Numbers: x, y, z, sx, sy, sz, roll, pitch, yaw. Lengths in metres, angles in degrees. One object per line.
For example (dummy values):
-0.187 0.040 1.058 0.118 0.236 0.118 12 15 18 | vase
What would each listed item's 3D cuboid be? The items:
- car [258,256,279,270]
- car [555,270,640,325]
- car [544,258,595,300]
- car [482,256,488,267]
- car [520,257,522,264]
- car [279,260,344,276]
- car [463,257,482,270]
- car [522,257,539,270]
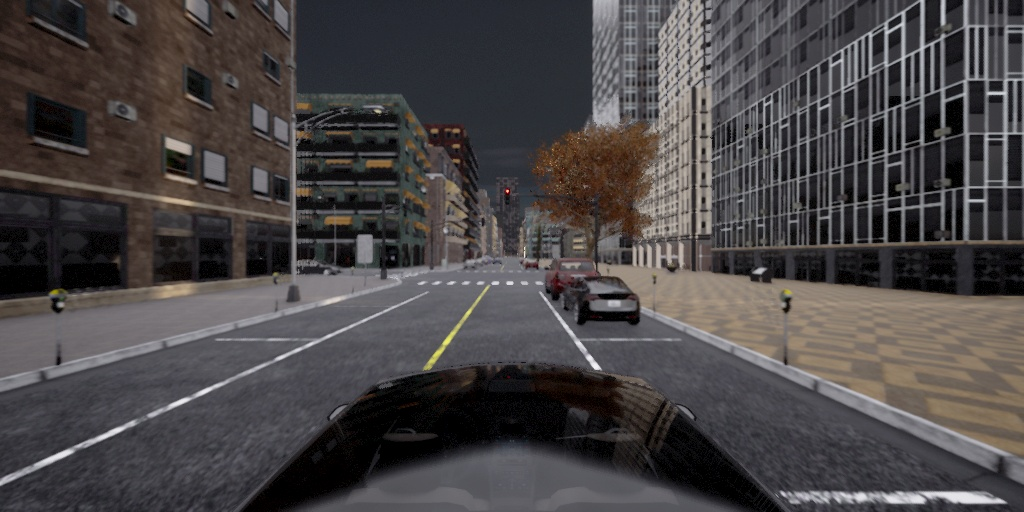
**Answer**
-21.831 0.888 29.952 4.829 1.417 1.751 0 0 -1 | car
2.692 1.281 11.512 1.948 1.339 4.313 0 0 0 | car
2.693 1.011 17.035 2.192 1.841 5.009 0 0 0 | car
-5.687 1.115 60.488 2.007 1.370 4.403 0 0 0 | car
2.693 1.090 60.657 1.751 1.417 4.829 0 0 0 | car
-16.433 0.991 30.006 4.403 1.370 2.007 0 0 -1 | car
-5.687 1.144 49.423 2.007 1.370 4.403 0 0 0 | car
2.693 1.139 49.422 1.888 1.381 4.507 0 0 0 | car
